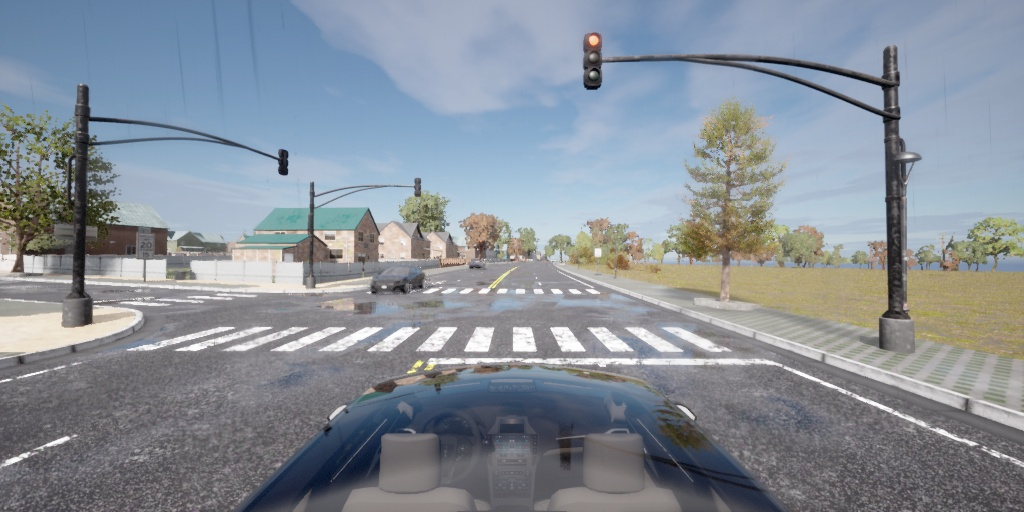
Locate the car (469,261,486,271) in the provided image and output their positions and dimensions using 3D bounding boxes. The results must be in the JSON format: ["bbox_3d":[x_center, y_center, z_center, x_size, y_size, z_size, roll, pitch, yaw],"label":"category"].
[{"bbox_3d":[-4.998,1.420,51.635,1.895,1.301,4.718,0,0,3],"label":"car"}]

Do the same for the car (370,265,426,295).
[{"bbox_3d":[-6.251,1.261,20.186,1.882,1.535,5.008,0,0,1],"label":"car"}]
